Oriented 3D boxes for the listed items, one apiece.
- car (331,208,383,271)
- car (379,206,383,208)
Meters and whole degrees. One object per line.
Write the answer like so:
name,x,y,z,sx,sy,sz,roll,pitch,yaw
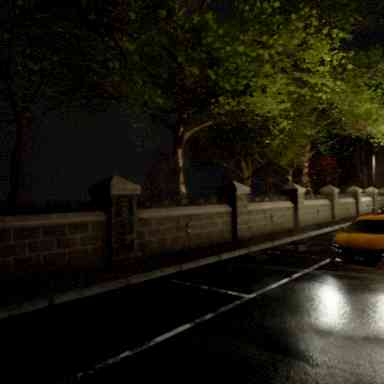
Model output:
car,6.125,1.512,10.850,1.882,1.535,5.008,-2,-1,41
car,16.001,1.501,26.329,1.967,1.590,4.097,-2,-1,41
